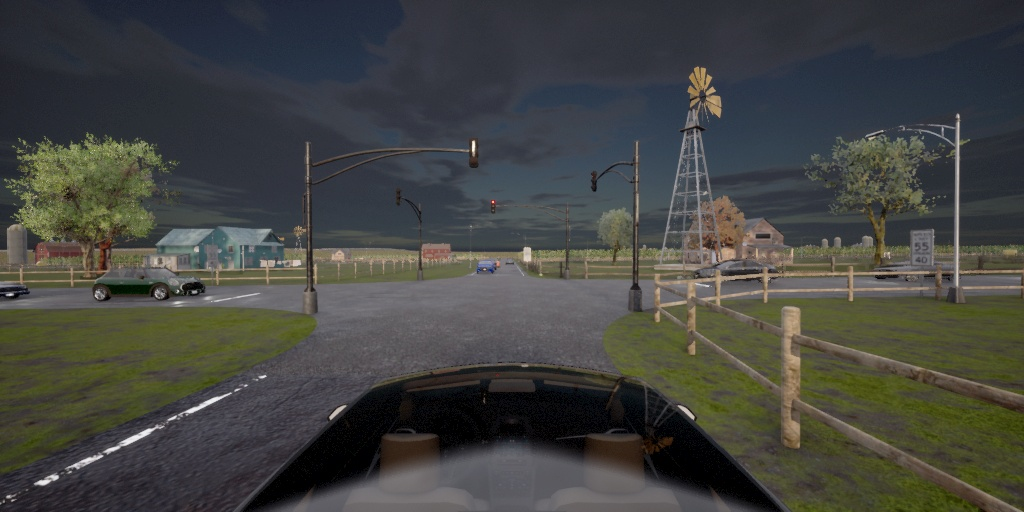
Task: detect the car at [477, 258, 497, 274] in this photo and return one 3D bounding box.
[{"bbox_3d":[-3.049,1.222,41.974,1.882,1.535,5.008,0,0,-1],"label":"car"}]

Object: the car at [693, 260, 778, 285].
[{"bbox_3d":[14.221,1.004,22.959,4.892,1.490,1.837,-1,1,0],"label":"car"}]

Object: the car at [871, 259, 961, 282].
[{"bbox_3d":[25.839,0.908,23.013,4.181,1.385,1.994,-1,1,0],"label":"car"}]

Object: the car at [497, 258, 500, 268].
[{"bbox_3d":[-3.120,1.293,51.878,2.033,1.411,5.357,0,0,-1],"label":"car"}]

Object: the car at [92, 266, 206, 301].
[{"bbox_3d":[-19.177,1.372,19.100,4.553,1.767,2.097,-1,1,0],"label":"car"}]

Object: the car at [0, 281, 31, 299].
[{"bbox_3d":[-29.345,1.706,19.051,5.357,1.411,2.033,-1,1,0],"label":"car"}]
